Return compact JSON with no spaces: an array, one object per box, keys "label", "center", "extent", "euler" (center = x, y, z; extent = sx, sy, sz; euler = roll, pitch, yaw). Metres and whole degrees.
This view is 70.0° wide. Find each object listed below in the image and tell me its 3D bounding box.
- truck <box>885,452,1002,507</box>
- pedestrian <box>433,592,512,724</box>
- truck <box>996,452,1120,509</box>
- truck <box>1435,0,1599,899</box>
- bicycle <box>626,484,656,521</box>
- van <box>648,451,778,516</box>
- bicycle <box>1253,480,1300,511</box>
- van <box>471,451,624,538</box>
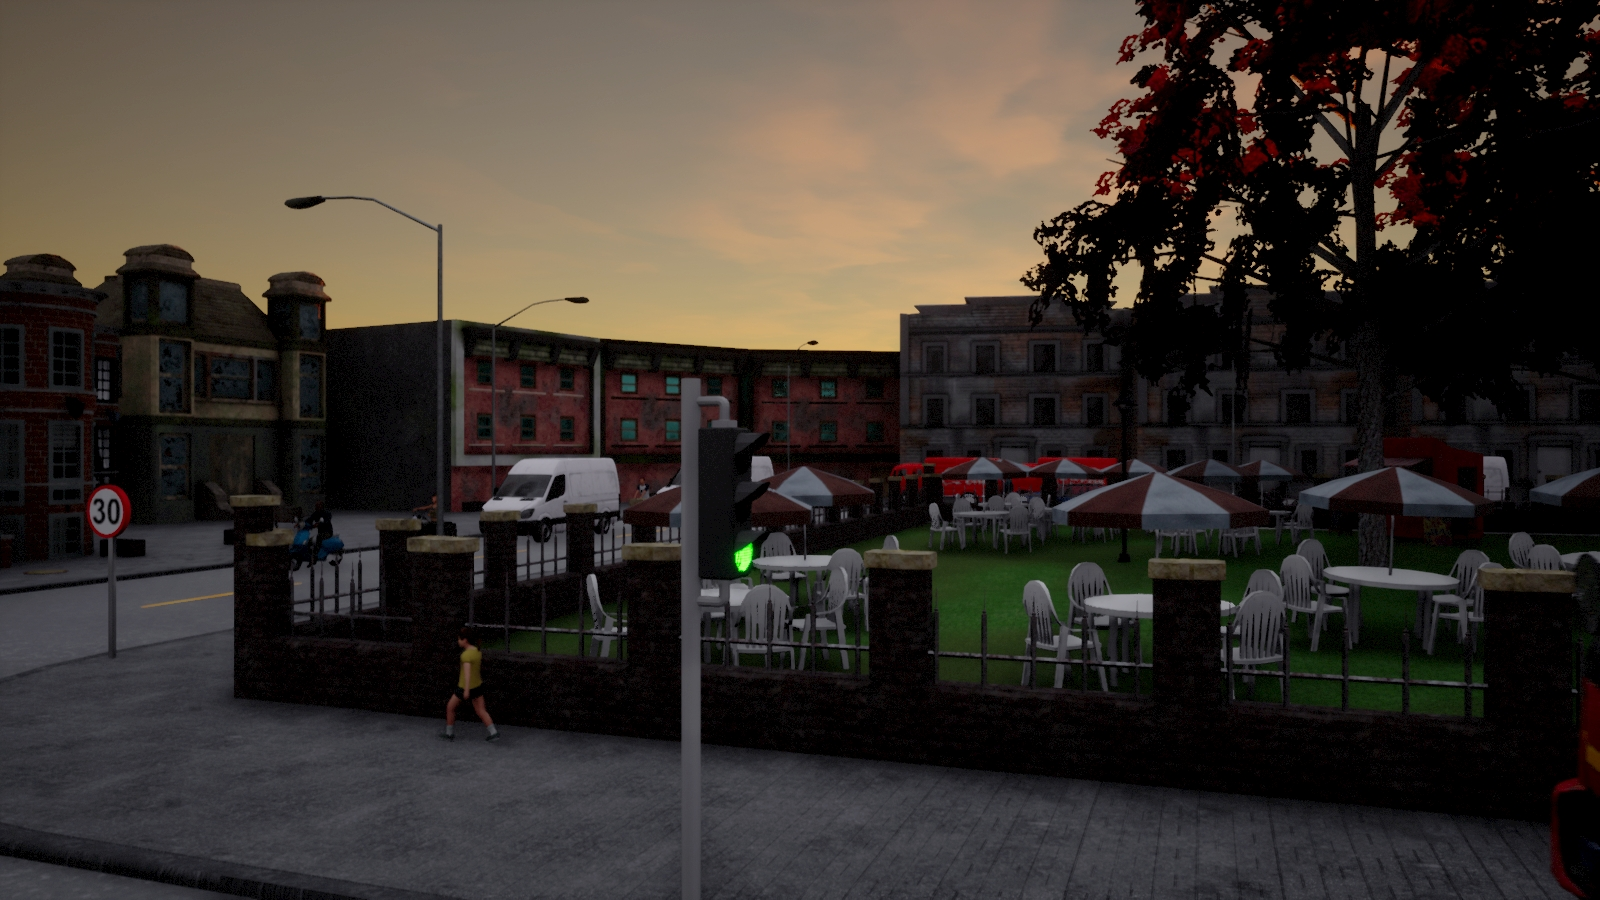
[{"label":"truck","center":[6.742,1.353,53.338],"extent":[5.204,2.467,2.627],"euler":[0,0,12]},{"label":"pedestrian","center":[-3.015,1.898,10.535],"extent":[0.500,1.100,0.500],"euler":[0,0,19]},{"label":"truck","center":[11.734,1.350,51.843],"extent":[5.204,2.467,2.627],"euler":[0,0,19]},{"label":"truck","center":[6.093,0.670,1.871],"extent":[8.468,3.827,2.891],"euler":[0,0,20]},{"label":"bicycle","center":[-5.909,1.942,42.450],"extent":[0.373,1.296,1.643],"euler":[0,0,20]},{"label":"van","center":[-3.575,1.322,48.190],"extent":[1.988,2.561,5.915],"euler":[0,0,39]},{"label":"bicycle","center":[20.335,1.940,48.821],"extent":[1.835,1.271,0.329],"euler":[0,0,19]},{"label":"van","center":[-7.990,1.321,36.858],"extent":[1.988,2.561,5.915],"euler":[0,0,19]}]
